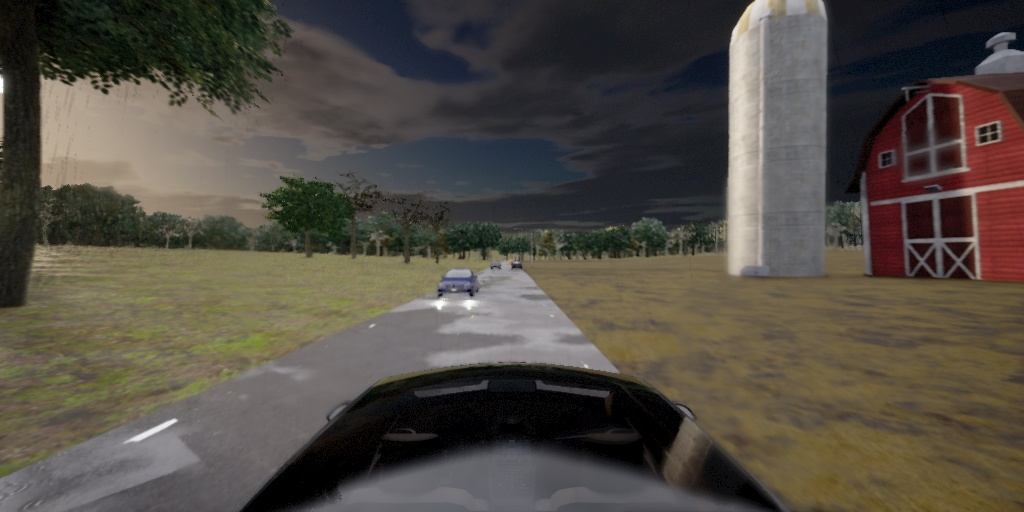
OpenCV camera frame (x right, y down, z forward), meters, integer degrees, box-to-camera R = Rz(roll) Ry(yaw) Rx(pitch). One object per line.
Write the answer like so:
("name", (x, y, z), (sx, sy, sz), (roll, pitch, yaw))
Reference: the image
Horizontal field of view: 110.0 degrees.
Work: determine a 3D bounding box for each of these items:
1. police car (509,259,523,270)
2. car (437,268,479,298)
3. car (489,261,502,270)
("police car", (0.833, 1.515, 60.847), (1.930, 1.638, 5.238), (0, 0, 0))
("car", (-2.835, 1.394, 19.723), (1.812, 1.442, 4.674), (0, 0, 0))
("car", (-2.760, 1.586, 61.649), (1.837, 1.490, 4.892), (0, 0, 1))
